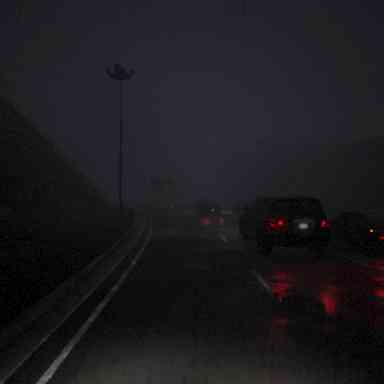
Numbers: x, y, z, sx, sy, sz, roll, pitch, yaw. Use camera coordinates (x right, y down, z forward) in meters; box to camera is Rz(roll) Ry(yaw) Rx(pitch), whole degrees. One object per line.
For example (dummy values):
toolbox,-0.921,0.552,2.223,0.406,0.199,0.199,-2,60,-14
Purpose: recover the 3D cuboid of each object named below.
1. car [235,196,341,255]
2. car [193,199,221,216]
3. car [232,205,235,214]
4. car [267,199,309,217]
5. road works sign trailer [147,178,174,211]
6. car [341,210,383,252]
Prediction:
car,3.380,1.145,13.130,2.150,2.045,5.566,0,0,-3
car,1.369,1.348,30.431,1.812,1.442,4.674,0,0,-10
car,4.990,1.389,30.003,1.994,1.385,4.181,0,0,-9
car,8.530,1.389,30.000,1.994,1.385,4.181,0,0,-9
road works sign trailer,-3.402,0.251,36.586,2.380,3.560,2.880,0,0,-16
car,6.843,1.447,13.493,1.812,1.442,4.674,0,0,-3
